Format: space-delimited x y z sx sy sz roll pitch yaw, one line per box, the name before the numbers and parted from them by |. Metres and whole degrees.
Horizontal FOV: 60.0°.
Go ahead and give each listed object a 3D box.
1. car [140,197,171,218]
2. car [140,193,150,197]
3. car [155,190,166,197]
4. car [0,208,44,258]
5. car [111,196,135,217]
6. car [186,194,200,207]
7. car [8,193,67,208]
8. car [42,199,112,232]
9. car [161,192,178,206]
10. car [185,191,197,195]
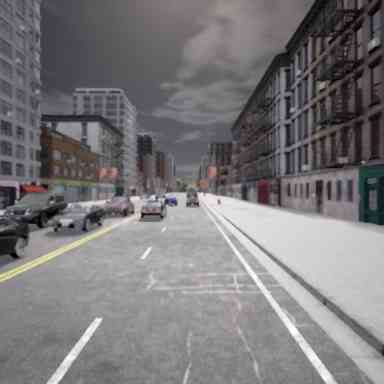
car | -3.144 1.406 28.001 2.033 1.411 5.357 0 0 0
car | -9.734 1.003 69.492 1.812 1.442 4.674 0 0 0
car | -6.484 0.704 69.460 2.150 2.045 5.566 0 0 0
car | -6.572 1.444 9.656 2.128 1.511 4.902 0 0 0
car | -6.493 1.202 29.759 2.097 1.767 4.553 0 0 0
car | 0.104 1.362 46.918 1.895 1.301 4.718 0 0 0
car | -9.745 1.115 21.429 2.150 2.045 5.566 0 0 0
car | -6.496 1.395 19.527 2.128 1.511 4.902 0 0 0
car | -3.143 1.222 50.126 1.882 1.535 5.008 0 0 0
car | 0.014 0.913 60.215 2.150 2.045 5.566 0 0 0
